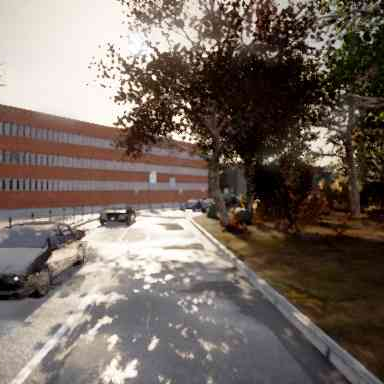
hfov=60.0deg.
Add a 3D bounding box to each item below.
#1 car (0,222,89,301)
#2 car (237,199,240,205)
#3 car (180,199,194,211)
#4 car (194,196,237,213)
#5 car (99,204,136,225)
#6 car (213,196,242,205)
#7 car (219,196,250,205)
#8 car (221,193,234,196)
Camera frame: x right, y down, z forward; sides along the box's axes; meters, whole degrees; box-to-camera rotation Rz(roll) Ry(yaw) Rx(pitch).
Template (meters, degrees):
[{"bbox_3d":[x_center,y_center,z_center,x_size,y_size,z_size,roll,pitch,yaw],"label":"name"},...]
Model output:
[{"bbox_3d":[-4.116,1.517,8.604,2.033,1.411,5.357,0,0,-4],"label":"car"},{"bbox_3d":[8.409,1.222,46.527,2.150,2.045,5.566,0,0,33],"label":"car"},{"bbox_3d":[0.408,1.552,40.138,1.812,1.442,4.674,0,0,33],"label":"car"},{"bbox_3d":[2.732,1.492,37.569,2.128,1.511,4.902,0,0,33],"label":"car"},{"bbox_3d":[-5.166,1.533,23.456,1.994,1.385,4.181,0,0,-1],"label":"car"},{"bbox_3d":[6.064,1.487,57.040,4.674,1.452,2.002,0,0,33],"label":"car"},{"bbox_3d":[7.595,1.442,59.416,5.008,1.535,2.097,0,0,33],"label":"car"},{"bbox_3d":[4.510,1.199,54.679,5.566,2.045,2.435,0,0,33],"label":"car"}]
